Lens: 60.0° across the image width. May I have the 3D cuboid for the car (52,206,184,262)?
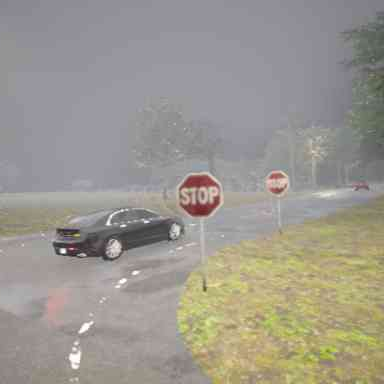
[{"bbox_3d":[-2.213,1.231,11.216,1.837,1.490,4.892,-3,2,35],"label":"car"}]

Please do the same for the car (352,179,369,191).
[{"bbox_3d":[32.531,-1.351,63.657,2.150,2.045,5.566,-4,1,28],"label":"car"}]

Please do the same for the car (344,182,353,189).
[{"bbox_3d":[38.104,-1.570,80.267,1.882,1.535,5.008,-4,0,36],"label":"car"}]
